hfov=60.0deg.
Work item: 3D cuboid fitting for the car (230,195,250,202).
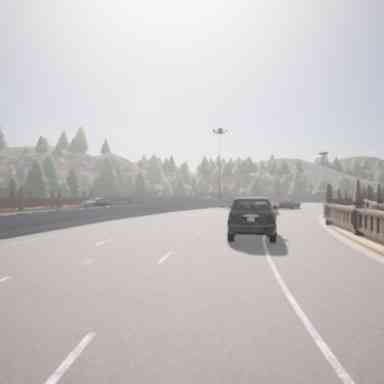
[{"bbox_3d":[10.785,1.464,74.897,4.892,1.490,1.837,0,0,-44],"label":"car"}]

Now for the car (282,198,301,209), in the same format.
[{"bbox_3d":[13.109,1.548,44.475,1.994,1.385,4.181,0,0,34],"label":"car"}]

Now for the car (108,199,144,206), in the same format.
[{"bbox_3d":[-8.073,1.608,42.069,1.895,1.301,4.718,0,0,25],"label":"car"}]

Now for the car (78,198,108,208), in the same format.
[{"bbox_3d":[-12.086,1.498,41.576,2.128,1.511,4.902,0,0,24],"label":"car"}]

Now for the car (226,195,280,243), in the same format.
[{"bbox_3d":[2.970,1.218,16.359,2.150,2.045,5.566,0,0,12],"label":"car"}]

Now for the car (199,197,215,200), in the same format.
[{"bbox_3d":[2.365,1.501,53.626,1.882,1.535,5.008,0,-1,34],"label":"car"}]

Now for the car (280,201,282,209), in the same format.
[{"bbox_3d":[7.490,1.465,34.081,1.882,1.535,5.008,0,0,26],"label":"car"}]
